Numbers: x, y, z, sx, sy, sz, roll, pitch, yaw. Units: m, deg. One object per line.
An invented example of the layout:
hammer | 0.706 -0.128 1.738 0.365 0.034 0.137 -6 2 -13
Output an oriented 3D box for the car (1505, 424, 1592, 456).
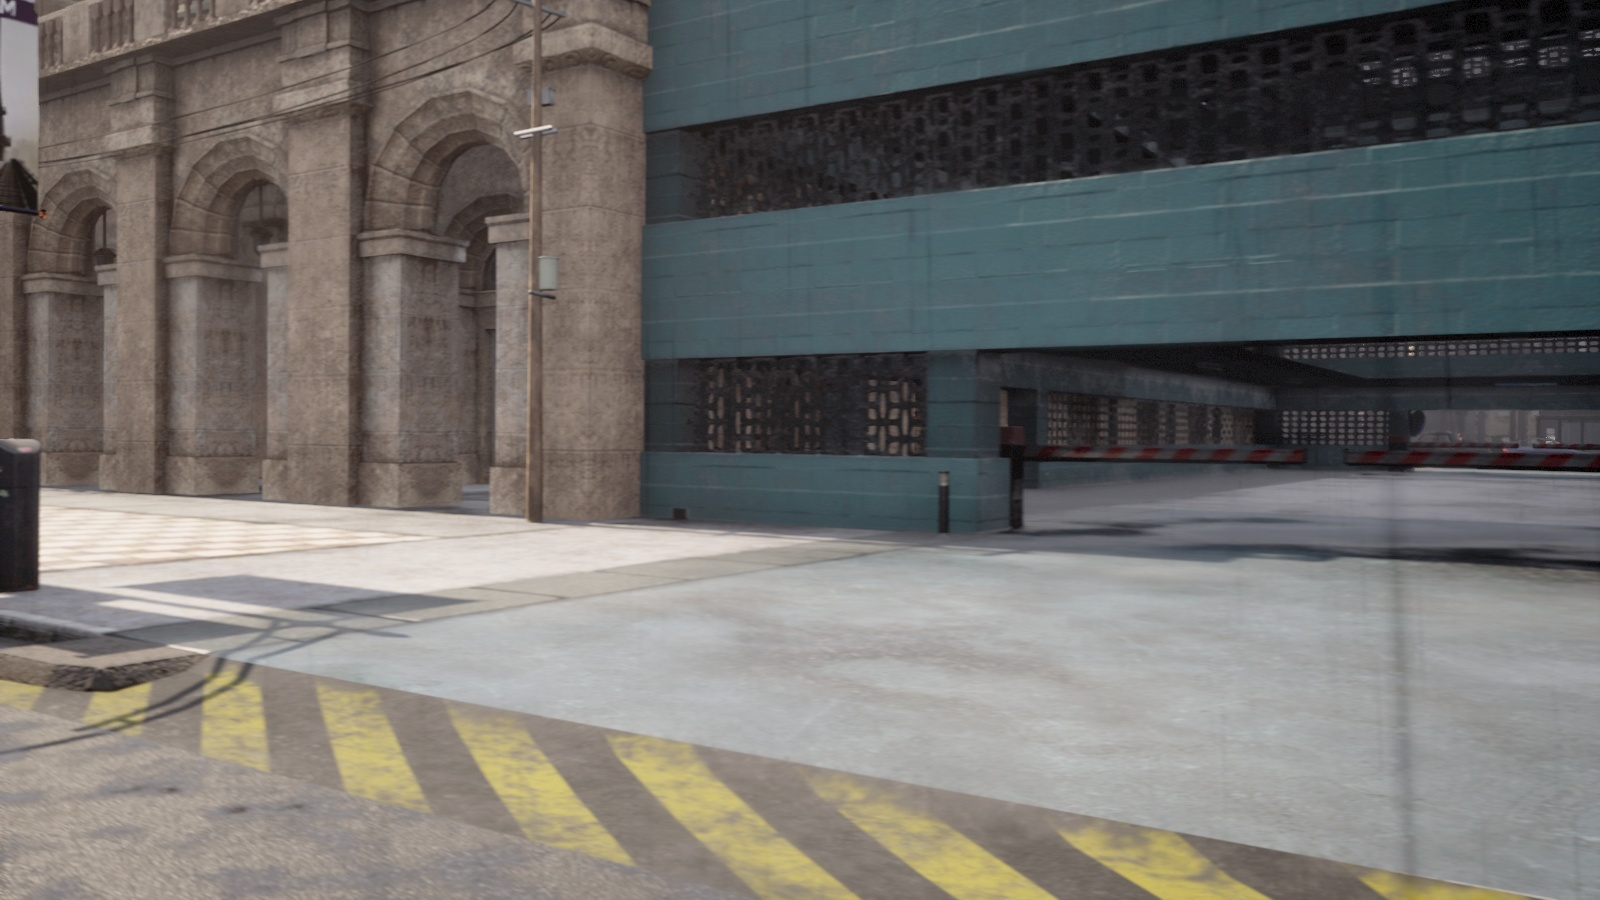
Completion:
car | 37.800 -0.499 63.431 3.705 1.549 1.789 0 1 33

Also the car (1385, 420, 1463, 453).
car | 36.211 -0.796 72.857 3.866 1.878 1.905 0 1 33
